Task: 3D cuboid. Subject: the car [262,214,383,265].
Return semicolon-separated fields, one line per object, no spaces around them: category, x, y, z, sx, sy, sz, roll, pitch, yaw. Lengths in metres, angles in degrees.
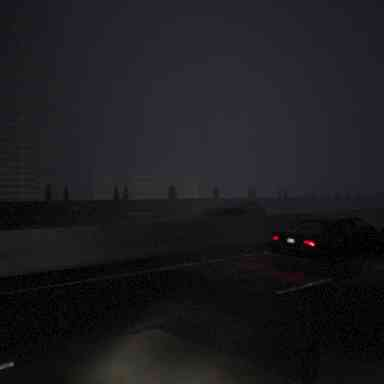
car;5.076;1.541;11.668;5.357;1.411;2.033;0;0;-36

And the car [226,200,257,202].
car;2.987;1.342;23.322;4.553;1.767;2.097;0;0;-35

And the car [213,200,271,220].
car;4.354;1.479;28.596;4.902;1.511;2.128;0;0;-35

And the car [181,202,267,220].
car;1.552;1.498;18.000;4.892;1.490;1.837;0;0;-36
